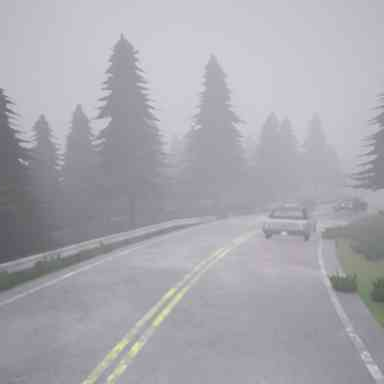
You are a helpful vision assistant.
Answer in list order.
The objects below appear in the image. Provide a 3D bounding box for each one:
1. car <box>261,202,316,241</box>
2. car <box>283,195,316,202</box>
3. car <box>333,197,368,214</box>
[{"bbox_3d":[4.676,1.371,15.529,1.895,1.301,4.718,1,1,25],"label":"car"},{"bbox_3d":[9.267,0.993,28.860,2.128,1.511,4.902,2,2,38],"label":"car"},{"bbox_3d":[14.255,1.117,29.810,2.033,1.411,5.357,3,2,40],"label":"car"}]
